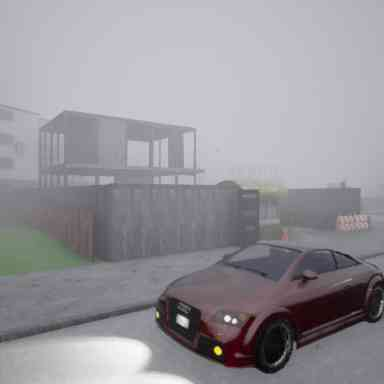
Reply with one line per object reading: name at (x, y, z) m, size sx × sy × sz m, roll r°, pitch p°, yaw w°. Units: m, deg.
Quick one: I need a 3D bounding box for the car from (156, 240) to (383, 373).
car at (1.498, 1.565, 5.661) m, size 4.181 × 1.385 × 1.994 m, roll 0°, pitch 0°, yaw -35°
